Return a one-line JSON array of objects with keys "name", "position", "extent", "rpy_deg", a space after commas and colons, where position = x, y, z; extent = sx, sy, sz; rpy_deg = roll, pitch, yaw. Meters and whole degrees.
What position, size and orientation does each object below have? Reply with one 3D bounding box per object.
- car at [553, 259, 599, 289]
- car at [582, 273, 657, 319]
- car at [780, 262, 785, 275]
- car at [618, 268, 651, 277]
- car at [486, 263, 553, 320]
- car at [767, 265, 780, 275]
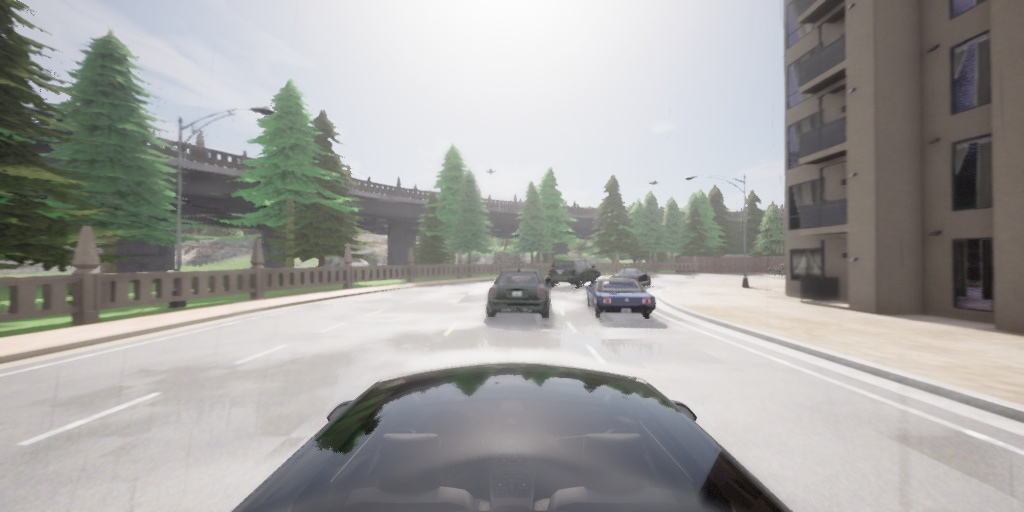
[{"name": "car", "position": [4.676, 1.247, 26.411], "extent": [2.150, 2.045, 5.566], "rpy_deg": [-1, -1, 32]}, {"name": "car", "position": [3.905, 1.483, 13.619], "extent": [1.895, 1.301, 4.718], "rpy_deg": [0, -1, 7]}, {"name": "car", "position": [36.534, 1.715, 44.122], "extent": [4.902, 1.511, 2.128], "rpy_deg": [0, -1, 0]}, {"name": "car", "position": [8.682, 1.585, 25.962], "extent": [1.994, 1.385, 4.181], "rpy_deg": [-1, -1, 36]}, {"name": "car", "position": [0.404, 1.236, 13.555], "extent": [2.097, 1.767, 4.553], "rpy_deg": [0, 0, 6]}, {"name": "car", "position": [36.592, 1.613, 47.625], "extent": [4.553, 1.767, 2.097], "rpy_deg": [0, -1, 0]}]
